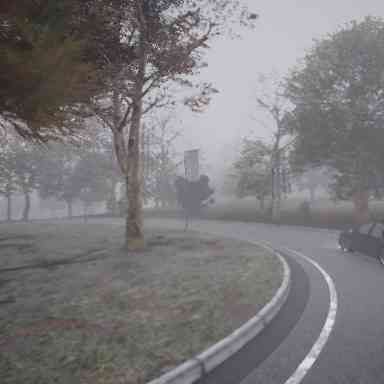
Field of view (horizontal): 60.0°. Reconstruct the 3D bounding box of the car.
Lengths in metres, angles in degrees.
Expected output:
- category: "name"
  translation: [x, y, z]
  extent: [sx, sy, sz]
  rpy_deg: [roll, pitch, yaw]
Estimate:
- category: "car"
  translation: [6.834, 1.655, 11.391]
  extent: [2.033, 1.411, 5.357]
  rpy_deg: [-1, -1, 3]
